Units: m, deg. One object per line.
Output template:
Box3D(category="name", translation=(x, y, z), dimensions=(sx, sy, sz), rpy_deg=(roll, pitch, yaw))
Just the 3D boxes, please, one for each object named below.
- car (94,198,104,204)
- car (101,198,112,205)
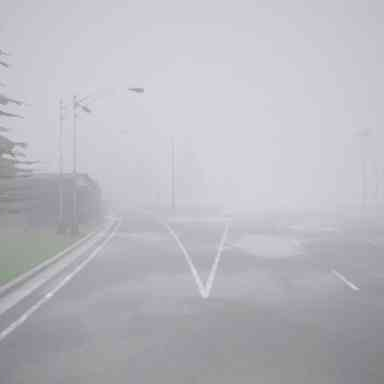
Box3D(category="car", translation=(-24.560, 2.307, 87.730), dimensions=(1.812, 1.442, 4.674), rpy_deg=(0, -1, -28))
Box3D(category="car", translation=(-20.165, 2.336, 78.607), dimensions=(1.837, 1.490, 4.892), rpy_deg=(0, -1, -25))
